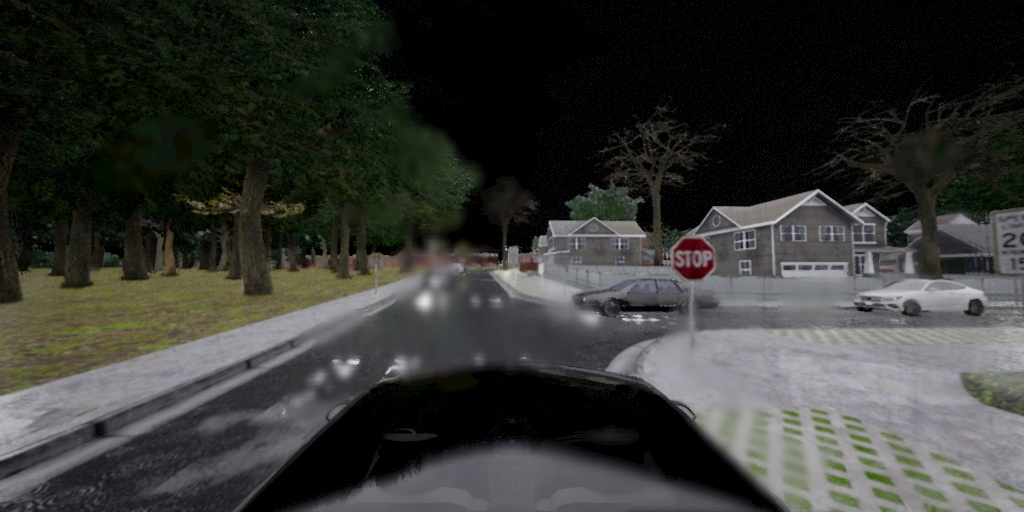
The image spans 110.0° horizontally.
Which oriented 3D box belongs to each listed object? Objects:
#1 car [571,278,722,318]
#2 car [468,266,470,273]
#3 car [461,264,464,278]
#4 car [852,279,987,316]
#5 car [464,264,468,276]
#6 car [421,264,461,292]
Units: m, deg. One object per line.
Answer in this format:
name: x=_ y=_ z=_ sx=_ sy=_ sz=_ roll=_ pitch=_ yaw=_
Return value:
car: x=5.062 y=1.557 z=13.735 sx=5.357 sy=1.411 sz=2.033 roll=1 pitch=-3 yaw=-6
car: x=-7.436 y=1.912 z=53.943 sx=1.895 sy=1.301 sz=4.718 roll=0 pitch=-1 yaw=-2
car: x=-5.632 y=1.571 z=32.830 sx=1.812 sy=1.442 sz=4.674 roll=0 pitch=-1 yaw=-6
car: x=16.812 y=1.676 z=14.835 sx=4.674 sy=1.442 sz=1.812 roll=1 pitch=-3 yaw=-6
car: x=-6.589 y=1.684 z=42.897 sx=1.812 sy=1.442 sz=4.674 roll=0 pitch=-1 yaw=-5
car: x=-4.666 y=1.446 z=23.097 sx=2.128 sy=1.511 sz=4.902 roll=0 pitch=-1 yaw=-6
